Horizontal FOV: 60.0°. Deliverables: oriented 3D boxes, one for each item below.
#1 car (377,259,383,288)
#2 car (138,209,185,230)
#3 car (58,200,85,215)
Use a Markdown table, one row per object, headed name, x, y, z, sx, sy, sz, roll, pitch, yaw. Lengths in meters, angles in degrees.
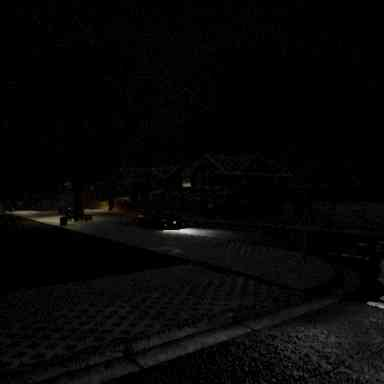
| name | x | y | z | sx | sy | sz | roll | pitch | yaw |
| --- | --- | --- | --- | --- | --- | --- | --- | --- | --- |
| car | 6.039 | 1.589 | 7.261 | 4.718 | 1.301 | 1.895 | 1 | -1 | -35 |
| car | -2.338 | 1.947 | 24.421 | 1.994 | 1.385 | 4.181 | 0 | -1 | -35 |
| car | -15.902 | 2.044 | 43.643 | 2.150 | 2.045 | 5.566 | 0 | -1 | -35 |
